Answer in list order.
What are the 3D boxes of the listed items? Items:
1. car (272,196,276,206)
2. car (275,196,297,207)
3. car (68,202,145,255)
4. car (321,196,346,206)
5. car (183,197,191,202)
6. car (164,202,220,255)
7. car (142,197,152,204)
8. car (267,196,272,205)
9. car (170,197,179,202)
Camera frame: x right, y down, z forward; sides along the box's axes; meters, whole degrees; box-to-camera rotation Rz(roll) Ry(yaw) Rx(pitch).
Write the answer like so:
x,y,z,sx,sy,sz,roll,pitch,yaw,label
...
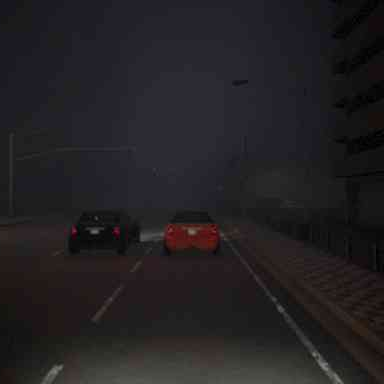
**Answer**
x,y,z,sx,sy,sz,roll,pitch,yaw,label
20.771,2.124,75.329,3.905,1.438,1.784,0,-1,0,car
20.786,2.128,72.434,3.806,1.475,1.970,0,-1,0,car
-3.499,1.483,14.090,2.097,1.767,4.553,0,-1,0,car
35.736,1.991,83.647,4.605,1.855,1.932,0,-1,0,car
-1.201,2.177,87.848,2.097,1.767,4.553,0,-1,-1,car
0.001,1.483,14.089,2.097,1.767,4.553,0,-1,0,car
-11.682,2.161,86.239,2.097,1.767,4.553,0,-1,-1,car
20.706,1.938,78.014,4.605,1.855,1.932,0,-1,0,car
-4.701,2.176,87.805,2.097,1.767,4.553,0,-1,-1,car
